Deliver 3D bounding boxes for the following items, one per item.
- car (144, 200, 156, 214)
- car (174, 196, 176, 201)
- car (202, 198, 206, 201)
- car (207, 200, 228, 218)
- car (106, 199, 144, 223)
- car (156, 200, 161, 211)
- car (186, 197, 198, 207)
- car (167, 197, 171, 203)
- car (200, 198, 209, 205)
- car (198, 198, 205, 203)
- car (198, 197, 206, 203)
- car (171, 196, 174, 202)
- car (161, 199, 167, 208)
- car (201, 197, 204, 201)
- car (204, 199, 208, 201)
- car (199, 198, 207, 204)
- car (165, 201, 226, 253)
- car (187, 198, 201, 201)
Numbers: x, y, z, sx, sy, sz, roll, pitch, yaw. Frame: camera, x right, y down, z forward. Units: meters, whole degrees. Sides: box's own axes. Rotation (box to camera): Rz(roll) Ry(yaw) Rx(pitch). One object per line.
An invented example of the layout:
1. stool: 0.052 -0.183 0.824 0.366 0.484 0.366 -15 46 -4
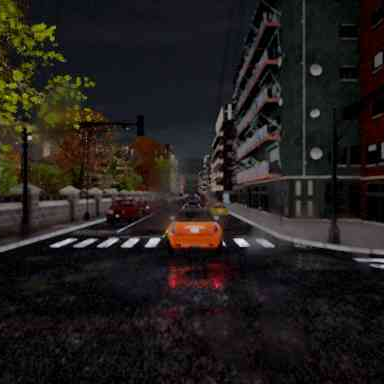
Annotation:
1. car: -5.695 1.741 38.943 1.967 1.590 4.097 0 0 0
2. car: -5.697 2.218 83.223 2.008 1.369 4.403 0 0 0
3. car: 2.685 1.896 44.479 2.008 1.369 4.403 0 0 0
4. car: 2.686 1.783 33.579 1.752 1.417 4.829 0 0 0
5. car: -5.695 1.528 27.874 2.192 1.841 5.009 0 0 0
6. car: -5.695 1.890 44.478 1.887 1.381 4.507 0 0 0
7. car: -0.002 1.854 63.580 2.097 1.767 4.553 0 0 0
8. car: -5.696 2.109 66.618 1.802 1.307 4.206 0 0 0
9. car: 2.684 2.118 72.154 1.887 1.381 4.507 0 0 0
10. car: 2.683 2.328 94.293 1.947 1.339 4.313 0 0 0
11. car: 2.683 2.155 88.759 1.967 1.590 4.097 0 0 0
12. car: -5.697 2.144 77.518 1.752 1.417 4.829 0 0 0
13. car: -5.696 2.017 55.547 1.802 1.307 4.206 0 0 0
14. car: 2.684 2.071 66.619 1.887 1.381 4.507 0 0 0
15. car: 2.685 1.846 38.943 1.887 1.381 4.507 0 0 0
16. car: 2.683 2.233 83.224 1.947 1.339 4.313 0 0 0
17. car: 0.099 1.460 14.376 2.097 1.767 4.553 0 0 0
18. car: -0.001 1.908 53.182 2.128 1.511 4.902 0 0 0
